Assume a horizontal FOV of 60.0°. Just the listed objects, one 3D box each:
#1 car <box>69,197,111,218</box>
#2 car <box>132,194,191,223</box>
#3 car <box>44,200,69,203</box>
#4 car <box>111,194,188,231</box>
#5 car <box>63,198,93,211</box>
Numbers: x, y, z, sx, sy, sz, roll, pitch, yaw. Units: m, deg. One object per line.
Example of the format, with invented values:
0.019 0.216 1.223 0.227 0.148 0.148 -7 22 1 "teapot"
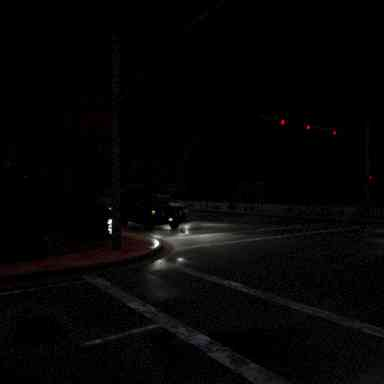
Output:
-8.702 1.352 28.999 2.097 1.767 4.553 0 0 -37 "car"
-2.579 1.222 26.677 2.150 2.045 5.566 0 0 -37 "car"
-16.684 1.600 39.629 1.895 1.301 4.718 0 0 -37 "car"
-2.883 1.221 21.260 2.150 2.045 5.566 0 0 -37 "car"
-14.762 1.548 42.901 2.033 1.411 5.357 0 0 -37 "car"
